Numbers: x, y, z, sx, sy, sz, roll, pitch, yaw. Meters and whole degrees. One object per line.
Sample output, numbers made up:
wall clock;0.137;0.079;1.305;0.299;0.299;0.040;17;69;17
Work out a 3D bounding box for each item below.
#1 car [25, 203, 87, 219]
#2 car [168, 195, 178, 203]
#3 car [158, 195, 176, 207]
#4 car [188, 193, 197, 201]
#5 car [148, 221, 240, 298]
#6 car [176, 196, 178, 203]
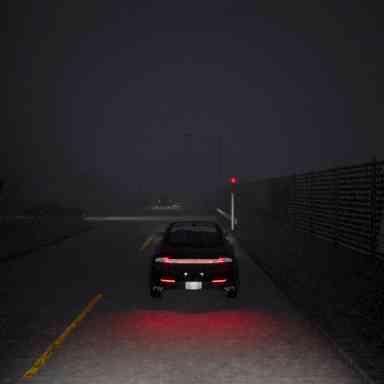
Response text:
car;-11.441;1.601;28.286;4.718;1.301;1.895;0;0;-3
car;-3.951;1.478;71.138;1.882;1.535;5.008;0;0;0
car;-4.060;1.352;51.335;2.097;1.767;4.553;0;0;0
car;0.056;1.225;87.465;2.150;2.045;5.566;0;0;0
car;0.054;1.492;8.498;2.128;1.511;4.902;0;0;1
car;-4.025;1.601;60.703;1.895;1.301;4.718;0;0;0
